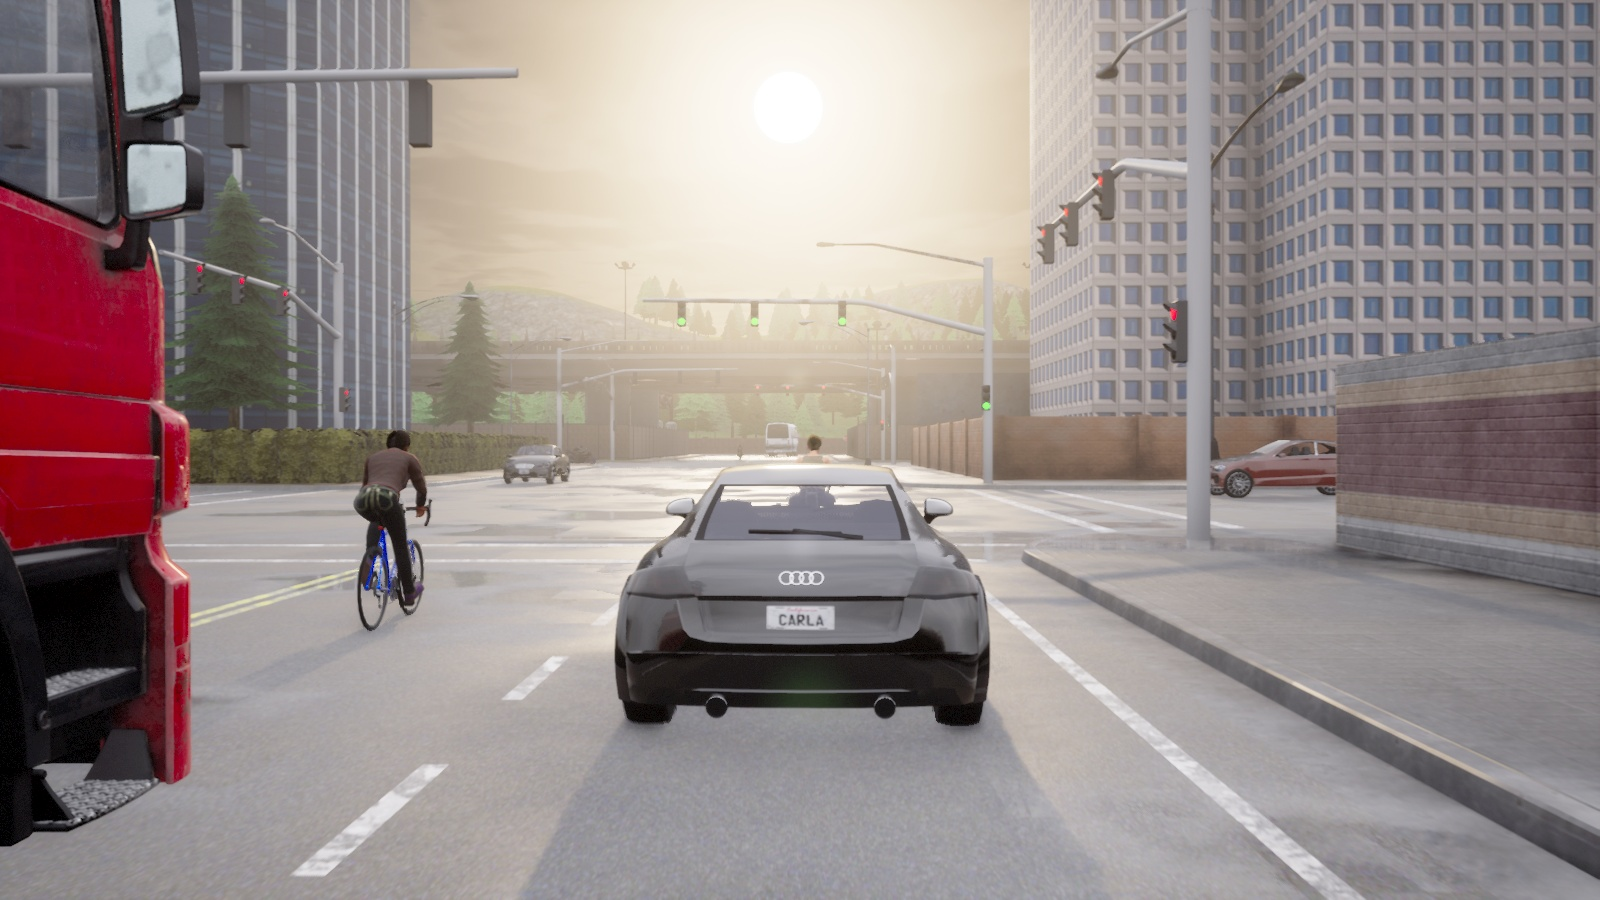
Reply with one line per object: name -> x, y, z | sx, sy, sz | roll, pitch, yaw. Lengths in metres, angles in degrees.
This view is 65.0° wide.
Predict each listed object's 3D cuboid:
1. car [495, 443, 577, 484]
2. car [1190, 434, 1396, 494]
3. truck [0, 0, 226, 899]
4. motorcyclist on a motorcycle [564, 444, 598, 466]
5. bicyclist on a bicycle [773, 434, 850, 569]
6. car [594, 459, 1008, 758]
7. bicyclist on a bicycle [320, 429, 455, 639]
car -> -10.200, 0.483, 48.825 | 2.128, 1.511, 4.902 | 0, 0, 0
car -> 13.914, 0.382, 35.678 | 5.027, 1.651, 2.152 | 0, 0, 1
truck -> -3.482, -0.240, 0.439 | 2.891, 3.462, 7.936 | 0, 0, 0
motorcyclist on a motorcycle -> -15.425, 0.348, 88.432 | 2.191, 1.530, 0.866 | 1, 0, 0
bicyclist on a bicycle -> 0.168, 0.615, 15.809 | 0.866, 1.612, 1.509 | 1, 0, 4
car -> 0.052, 0.776, 8.137 | 1.994, 1.385, 4.181 | 0, 0, 1
bicyclist on a bicycle -> -3.423, 0.651, 10.554 | 0.582, 1.620, 1.656 | 0, 0, 0
